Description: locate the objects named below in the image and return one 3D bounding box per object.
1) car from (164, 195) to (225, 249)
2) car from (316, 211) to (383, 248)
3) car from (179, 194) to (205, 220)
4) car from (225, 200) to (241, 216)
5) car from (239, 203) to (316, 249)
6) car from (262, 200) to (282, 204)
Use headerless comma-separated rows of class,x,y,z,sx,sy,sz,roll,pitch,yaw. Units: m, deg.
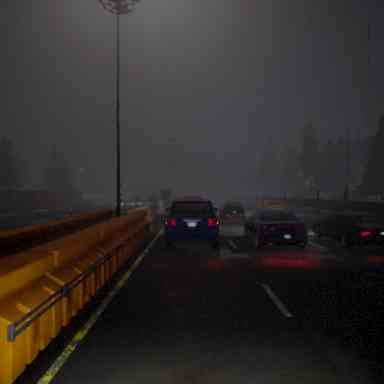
car,0.000,1.258,14.680,2.150,2.045,5.566,0,0,0
car,7.000,1.563,14.650,2.033,1.411,5.357,0,0,0
car,0.000,1.258,29.680,2.150,2.045,5.566,0,0,0
car,3.500,1.485,29.650,1.882,1.535,5.008,0,0,0
car,3.500,1.485,14.650,1.882,1.535,5.008,0,0,0
car,7.000,1.485,29.650,1.882,1.535,5.008,0,0,0
